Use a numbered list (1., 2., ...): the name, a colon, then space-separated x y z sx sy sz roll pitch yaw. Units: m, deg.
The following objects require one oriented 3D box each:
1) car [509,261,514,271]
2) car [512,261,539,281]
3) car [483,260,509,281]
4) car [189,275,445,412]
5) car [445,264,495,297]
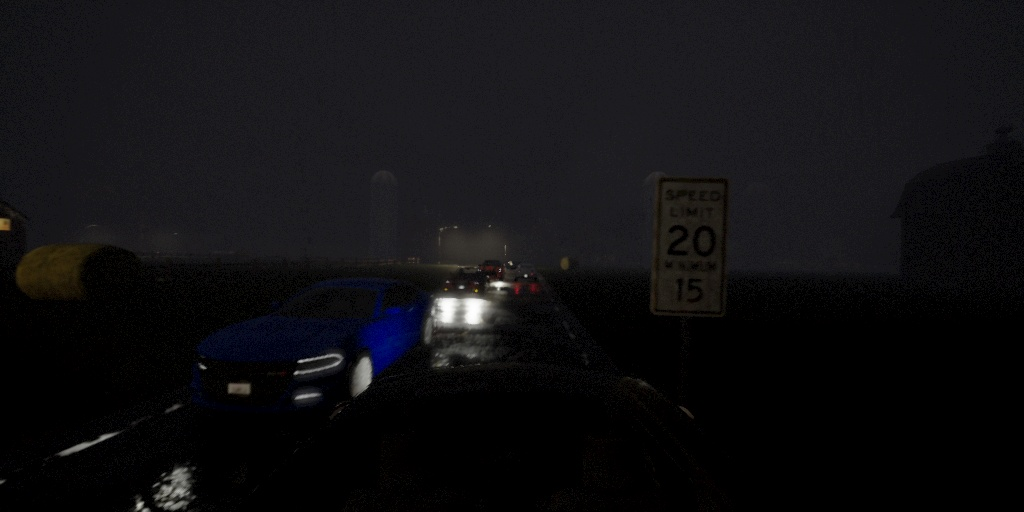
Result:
1. car: 0.336 1.434 52.186 2.033 1.411 5.357 2 0 -11
2. car: 1.225 1.379 31.371 1.812 1.442 4.674 2 0 2
3. car: -1.714 1.104 30.542 2.097 1.767 4.553 2 0 3
4. car: -2.775 1.140 6.293 1.882 1.535 5.008 2 0 2
5. car: -2.256 1.267 18.542 1.994 1.385 4.181 2 0 2
